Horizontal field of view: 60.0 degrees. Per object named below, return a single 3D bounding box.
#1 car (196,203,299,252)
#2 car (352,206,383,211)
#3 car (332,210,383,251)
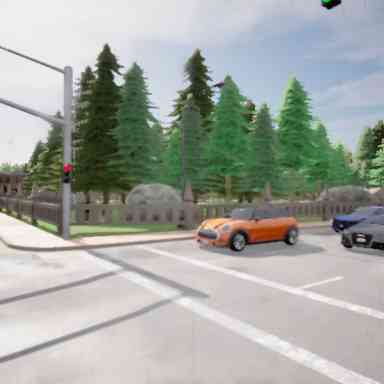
[{"bbox_3d":[2.411,1.379,14.154,4.553,1.767,2.097,0,0,-33],"label":"car"},{"bbox_3d":[10.208,1.570,19.085,5.008,1.535,1.882,0,0,-29],"label":"car"},{"bbox_3d":[7.973,1.629,13.641,4.181,1.385,1.994,0,0,-35],"label":"car"}]
